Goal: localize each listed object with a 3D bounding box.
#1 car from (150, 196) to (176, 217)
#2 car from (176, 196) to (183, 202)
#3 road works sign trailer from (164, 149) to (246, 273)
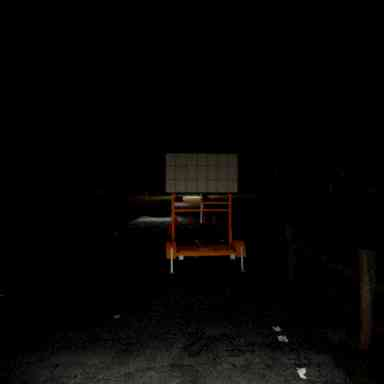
[{"bbox_3d":[-2.797,1.437,31.606,1.882,1.535,5.008,0,0,0],"label":"car"},{"bbox_3d":[-2.646,1.366,63.508,1.895,1.301,4.718,0,1,0],"label":"car"},{"bbox_3d":[0.291,0.456,10.682,2.380,3.560,2.880,0,0,-6],"label":"road works sign trailer"}]
